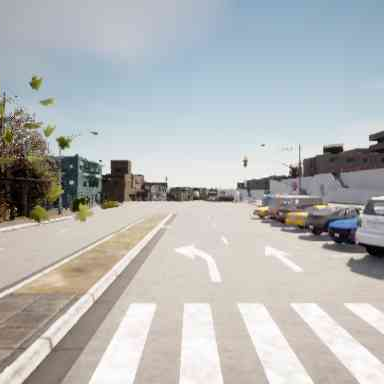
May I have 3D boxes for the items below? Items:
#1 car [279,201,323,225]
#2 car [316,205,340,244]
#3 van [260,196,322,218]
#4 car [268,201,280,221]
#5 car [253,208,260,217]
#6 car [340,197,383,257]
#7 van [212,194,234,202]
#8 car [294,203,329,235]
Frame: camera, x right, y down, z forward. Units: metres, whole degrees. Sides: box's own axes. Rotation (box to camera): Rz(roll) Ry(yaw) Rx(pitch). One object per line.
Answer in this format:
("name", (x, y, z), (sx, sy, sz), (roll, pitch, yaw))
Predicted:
("car", (8.244, 1.499, 20.010), (5.366, 1.575, 1.946), (1, -1, -20))
("car", (8.076, 1.474, 13.977), (5.008, 1.535, 2.097), (1, 0, -20))
("van", (7.964, 1.303, 25.868), (4.442, 1.987, 1.878), (1, 0, -20))
("car", (8.096, 1.545, 22.940), (4.792, 1.488, 2.163), (1, -1, -20))
("car", (7.898, 1.540, 28.826), (5.366, 1.575, 1.946), (1, 0, -20))
("car", (8.099, 1.213, 11.014), (5.566, 2.045, 2.435), (1, 0, -20))
("van", (7.965, 1.526, 81.136), (4.442, 1.987, 1.878), (1, -1, -20))
("car", (8.064, 1.488, 16.963), (4.892, 1.521, 2.231), (1, -1, -20))
